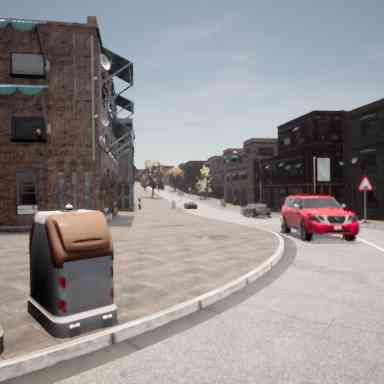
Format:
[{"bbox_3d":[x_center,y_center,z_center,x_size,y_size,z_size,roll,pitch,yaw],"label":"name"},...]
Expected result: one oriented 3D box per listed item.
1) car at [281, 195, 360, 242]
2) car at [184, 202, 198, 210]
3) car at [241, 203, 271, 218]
[{"bbox_3d":[5.914,1.145,16.133,2.150,2.045,5.566,0,-1,1],"label":"car"},{"bbox_3d":[-0.186,2.322,57.142,1.895,1.301,4.718,-1,1,-9],"label":"car"},{"bbox_3d":[6.708,1.938,35.336,2.128,1.511,4.902,-1,-1,-11],"label":"car"}]
